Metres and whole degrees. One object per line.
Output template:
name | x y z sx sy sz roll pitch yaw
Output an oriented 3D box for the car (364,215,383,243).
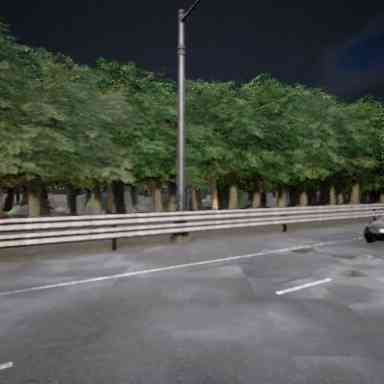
car | 9.530 1.568 14.857 4.181 1.385 1.994 0 0 -35
